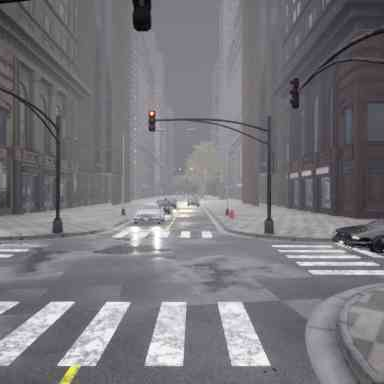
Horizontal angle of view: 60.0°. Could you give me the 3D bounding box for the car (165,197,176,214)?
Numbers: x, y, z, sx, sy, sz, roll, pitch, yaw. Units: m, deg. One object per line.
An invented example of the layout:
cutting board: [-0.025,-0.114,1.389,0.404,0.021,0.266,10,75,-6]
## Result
car: [-3.059,1.552,34.959,2.033,1.411,5.357,0,0,0]

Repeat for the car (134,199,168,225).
car: [-3.070,1.526,24.549,1.812,1.442,4.674,0,0,0]

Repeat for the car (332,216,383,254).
car: [8.459,1.576,13.056,5.357,1.411,2.033,0,0,-3]

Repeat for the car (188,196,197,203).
car: [0.184,1.573,69.813,1.812,1.442,4.674,0,0,0]

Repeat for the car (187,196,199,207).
car: [0.171,1.573,53.206,2.033,1.411,5.357,0,0,-2]
